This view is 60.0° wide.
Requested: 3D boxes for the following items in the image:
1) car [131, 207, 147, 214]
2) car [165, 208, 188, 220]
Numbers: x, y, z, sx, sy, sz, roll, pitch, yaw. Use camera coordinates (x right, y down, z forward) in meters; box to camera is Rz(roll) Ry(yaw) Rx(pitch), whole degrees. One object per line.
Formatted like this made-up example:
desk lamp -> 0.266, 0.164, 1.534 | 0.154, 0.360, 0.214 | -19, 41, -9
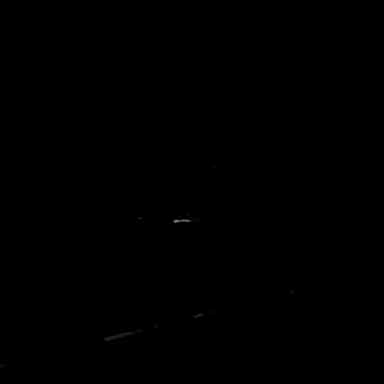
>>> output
car -> -9.691, 3.471, 61.136 | 1.882, 1.535, 5.008 | 1, -3, -28
car -> -2.299, 3.097, 47.161 | 1.837, 1.490, 4.892 | 1, -3, -28
